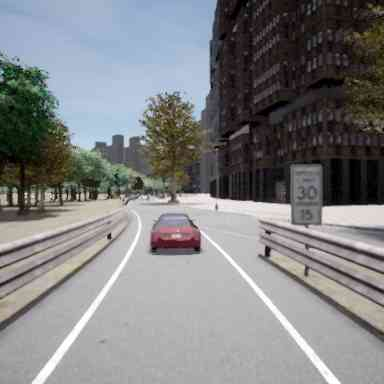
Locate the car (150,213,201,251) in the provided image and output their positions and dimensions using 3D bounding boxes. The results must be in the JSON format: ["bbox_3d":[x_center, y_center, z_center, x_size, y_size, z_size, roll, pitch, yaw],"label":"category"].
[{"bbox_3d":[-0.759,1.592,14.217,1.994,1.385,4.181,0,0,-5],"label":"car"}]
